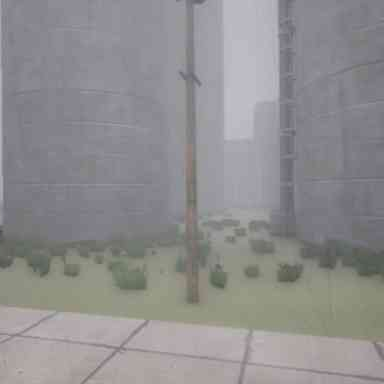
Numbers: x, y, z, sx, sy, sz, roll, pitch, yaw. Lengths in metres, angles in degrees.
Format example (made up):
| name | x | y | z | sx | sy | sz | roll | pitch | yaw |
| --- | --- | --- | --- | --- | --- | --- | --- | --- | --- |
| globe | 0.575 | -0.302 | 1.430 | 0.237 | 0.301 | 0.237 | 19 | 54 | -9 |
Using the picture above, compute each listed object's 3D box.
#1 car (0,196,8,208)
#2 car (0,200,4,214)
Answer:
| name | x | y | z | sx | sy | sz | roll | pitch | yaw |
| --- | --- | --- | --- | --- | --- | --- | --- | --- | --- |
| car | -31.983 | 1.573 | 52.830 | 4.605 | 1.855 | 1.932 | -1 | 0 | 14 |
| car | -22.581 | 1.665 | 35.985 | 4.611 | 1.667 | 2.242 | -1 | 0 | 14 |
